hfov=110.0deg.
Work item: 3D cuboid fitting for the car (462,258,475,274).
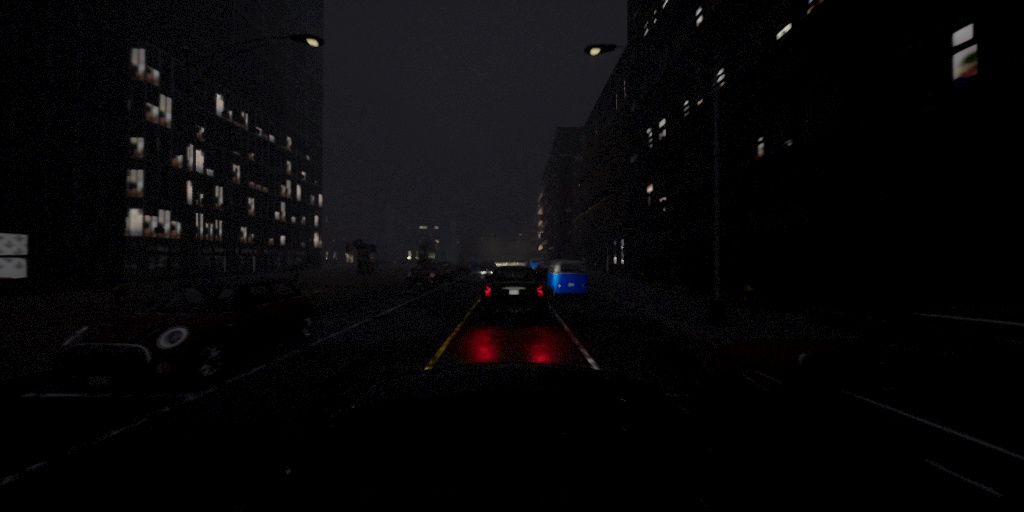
[{"bbox_3d":[-5.636,1.258,40.797,1.888,1.381,4.507,0,0,0],"label":"car"}]

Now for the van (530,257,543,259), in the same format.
[{"bbox_3d":[2.712,1.053,40.826,1.690,1.789,3.998,0,0,0],"label":"van"}]

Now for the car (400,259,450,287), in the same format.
[{"bbox_3d":[-5.651,1.174,23.859,1.967,1.591,4.097,0,0,0],"label":"car"}]

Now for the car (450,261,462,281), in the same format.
[{"bbox_3d":[-5.642,1.168,29.505,1.967,1.591,4.097,0,0,0],"label":"car"}]

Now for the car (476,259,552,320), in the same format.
[{"bbox_3d":[0.076,1.095,12.783,2.097,1.767,4.553,0,0,0],"label":"car"}]

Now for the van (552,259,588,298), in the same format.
[{"bbox_3d":[2.701,1.080,18.240,1.690,1.789,3.998,0,0,0],"label":"van"}]

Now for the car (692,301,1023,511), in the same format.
[{"bbox_3d":[2.692,1.065,1.301,2.192,1.841,5.009,0,0,0],"label":"car"}]

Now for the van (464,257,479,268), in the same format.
[{"bbox_3d":[-5.634,1.044,46.443,1.690,1.789,3.998,0,0,0],"label":"van"}]

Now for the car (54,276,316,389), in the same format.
[{"bbox_3d":[-5.689,1.187,6.921,1.967,1.591,4.097,0,0,0],"label":"car"}]
